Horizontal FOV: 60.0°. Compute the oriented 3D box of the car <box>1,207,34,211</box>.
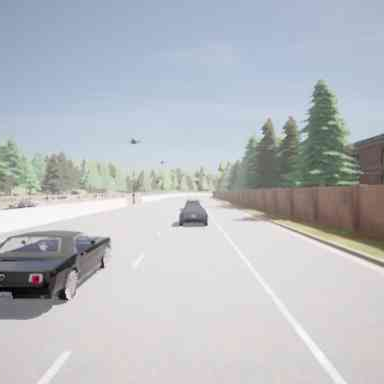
[{"bbox_3d":[-13.997,1.546,27.574,1.994,1.385,4.181,0,0,0],"label":"car"}]

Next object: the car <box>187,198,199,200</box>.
[{"bbox_3d":[0.108,1.461,41.554,2.128,1.511,4.902,0,0,0],"label":"car"}]

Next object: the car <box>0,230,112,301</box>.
[{"bbox_3d":[-3.398,1.595,8.252,1.895,1.301,4.718,0,0,0],"label":"car"}]

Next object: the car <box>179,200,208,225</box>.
[{"bbox_3d":[0.105,1.547,23.701,1.994,1.385,4.181,0,0,0],"label":"car"}]
